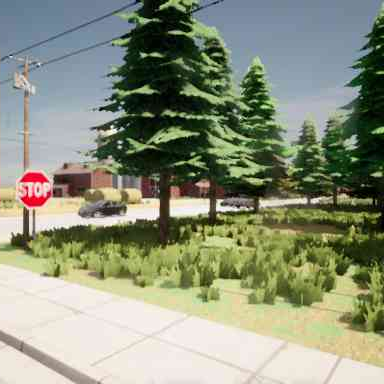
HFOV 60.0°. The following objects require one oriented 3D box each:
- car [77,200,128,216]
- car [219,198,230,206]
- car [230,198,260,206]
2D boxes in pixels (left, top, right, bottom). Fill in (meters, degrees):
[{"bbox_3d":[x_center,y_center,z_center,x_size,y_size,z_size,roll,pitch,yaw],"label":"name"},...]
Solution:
[{"bbox_3d":[-7.854,1.513,29.547,1.837,1.490,4.892,0,0,33],"label":"car"},{"bbox_3d":[6.121,1.555,50.568,2.033,1.411,5.357,0,0,34],"label":"car"},{"bbox_3d":[7.800,1.559,46.620,2.033,1.411,5.357,0,0,34],"label":"car"}]
